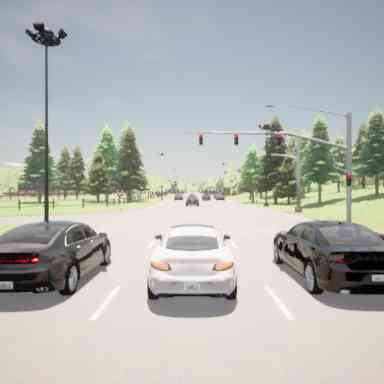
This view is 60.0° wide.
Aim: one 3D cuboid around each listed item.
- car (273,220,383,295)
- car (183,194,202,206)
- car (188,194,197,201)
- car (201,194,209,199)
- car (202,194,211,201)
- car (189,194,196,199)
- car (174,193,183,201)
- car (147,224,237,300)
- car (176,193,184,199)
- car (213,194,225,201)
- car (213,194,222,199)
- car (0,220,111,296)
[{"bbox_3d":[3.522,1.471,8.743,1.882,1.535,5.008,0,0,0],"label":"car"},{"bbox_3d":[0.063,1.315,52.125,2.097,1.767,4.553,0,0,0],"label":"car"},{"bbox_3d":[0.100,1.289,83.154,2.097,1.767,4.553,0,0,0],"label":"car"},{"bbox_3d":[3.612,1.306,93.183,2.033,1.411,5.357,0,0,0],"label":"car"},{"bbox_3d":[3.600,1.289,83.150,2.097,1.767,4.553,0,0,0],"label":"car"},{"bbox_3d":[0.112,1.266,93.187,1.837,1.490,4.892,0,0,0],"label":"car"},{"bbox_3d":[-3.400,1.485,83.155,1.994,1.385,4.181,0,0,0],"label":"car"},{"bbox_3d":[0.016,1.520,8.251,1.812,1.442,4.674,0,0,0],"label":"car"},{"bbox_3d":[-3.388,1.121,93.162,2.097,1.767,4.553,0,0,0],"label":"car"},{"bbox_3d":[7.100,1.458,82.759,2.128,1.511,4.902,0,0,0],"label":"car"},{"bbox_3d":[7.112,1.319,93.179,1.994,1.385,4.181,0,0,0],"label":"car"},{"bbox_3d":[-3.479,1.499,8.646,1.837,1.490,4.892,0,0,0],"label":"car"}]
